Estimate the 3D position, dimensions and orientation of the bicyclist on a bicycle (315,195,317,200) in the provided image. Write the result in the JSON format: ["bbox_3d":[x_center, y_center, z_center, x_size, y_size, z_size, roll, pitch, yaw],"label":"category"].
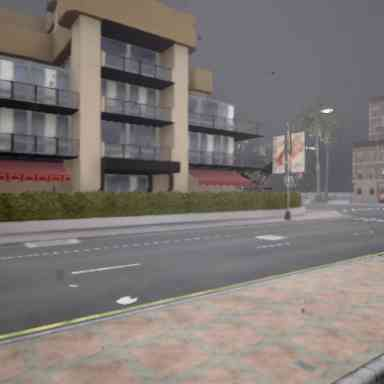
[{"bbox_3d":[23.819,1.333,63.720,1.656,1.620,0.582,0,0,-35],"label":"bicyclist on a bicycle"}]
